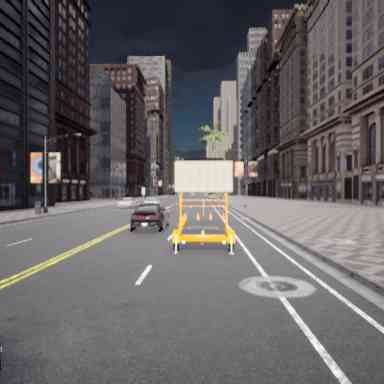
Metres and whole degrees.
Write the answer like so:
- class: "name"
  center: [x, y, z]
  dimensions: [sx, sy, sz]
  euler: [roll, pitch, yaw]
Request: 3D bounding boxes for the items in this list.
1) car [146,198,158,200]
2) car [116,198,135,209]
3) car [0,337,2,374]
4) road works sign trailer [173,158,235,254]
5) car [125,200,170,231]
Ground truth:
- class: "car"
  center: [-5.214, 1.475, 43.249]
  dimensions: [1.812, 1.442, 4.674]
  euler: [0, 0, 2]
- class: "car"
  center: [-8.462, 1.475, 43.340]
  dimensions: [1.812, 1.442, 4.674]
  euler: [0, 0, 2]
- class: "car"
  center: [-3.042, 1.503, 1.689]
  dimensions: [1.837, 1.490, 4.892]
  euler: [0, 0, 2]
- class: "road works sign trailer"
  center: [0.466, 0.446, 13.359]
  dimensions: [2.380, 3.560, 2.880]
  euler: [0, 0, 2]
- class: "car"
  center: [-2.475, 1.477, 20.211]
  dimensions: [1.837, 1.490, 4.892]
  euler: [0, 0, 2]
